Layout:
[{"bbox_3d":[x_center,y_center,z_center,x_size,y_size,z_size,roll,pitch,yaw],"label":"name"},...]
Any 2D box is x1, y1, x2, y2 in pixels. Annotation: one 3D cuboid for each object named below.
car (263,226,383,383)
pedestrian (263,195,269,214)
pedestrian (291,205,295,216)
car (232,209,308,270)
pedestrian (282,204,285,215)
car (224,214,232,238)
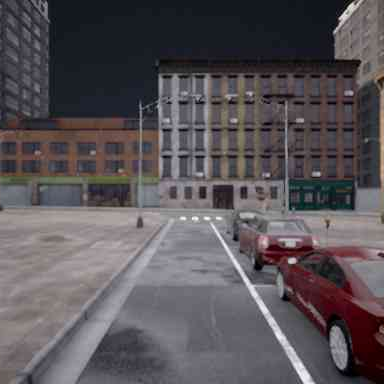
[{"bbox_3d":[2.645,1.538,5.394,1.887,1.381,4.507,0,0,0],"label":"car"},{"bbox_3d":[6.014,1.109,26.924,0.375,1.860,0.375,0,0,0],"label":"pedestrian"},{"bbox_3d":[8.014,1.606,26.320,0.500,1.100,0.500,0,0,0],"label":"pedestrian"},{"bbox_3d":[2.646,1.428,10.898,1.967,1.590,4.097,0,0,0],"label":"car"},{"bbox_3d":[7.013,1.531,25.721,0.500,1.100,0.500,0,0,0],"label":"pedestrian"},{"bbox_3d":[2.646,1.533,16.402,2.008,1.369,4.403,0,0,0],"label":"car"}]
